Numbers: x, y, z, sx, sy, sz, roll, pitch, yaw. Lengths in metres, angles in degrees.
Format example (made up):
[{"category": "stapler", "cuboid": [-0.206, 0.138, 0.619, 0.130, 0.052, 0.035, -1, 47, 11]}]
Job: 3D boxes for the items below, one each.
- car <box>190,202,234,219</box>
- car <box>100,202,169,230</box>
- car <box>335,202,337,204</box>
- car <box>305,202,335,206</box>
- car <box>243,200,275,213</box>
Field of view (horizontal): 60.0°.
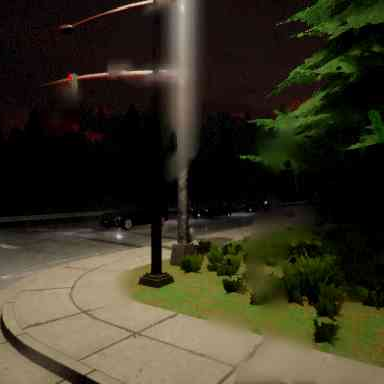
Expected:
[{"category": "car", "cuboid": [1.820, 1.574, 28.918, 1.895, 1.301, 4.718, 0, 0, 35]}, {"category": "car", "cuboid": [-3.545, 1.451, 21.162, 1.882, 1.535, 5.008, 0, 0, 35]}, {"category": "car", "cuboid": [22.682, 1.465, 51.394, 2.128, 1.511, 4.902, 0, 0, 37]}, {"category": "car", "cuboid": [16.379, 1.195, 42.928, 2.150, 2.045, 5.566, 0, 0, 36]}, {"category": "car", "cuboid": [7.478, 1.574, 36.955, 1.895, 1.301, 4.718, 0, 0, 36]}]
